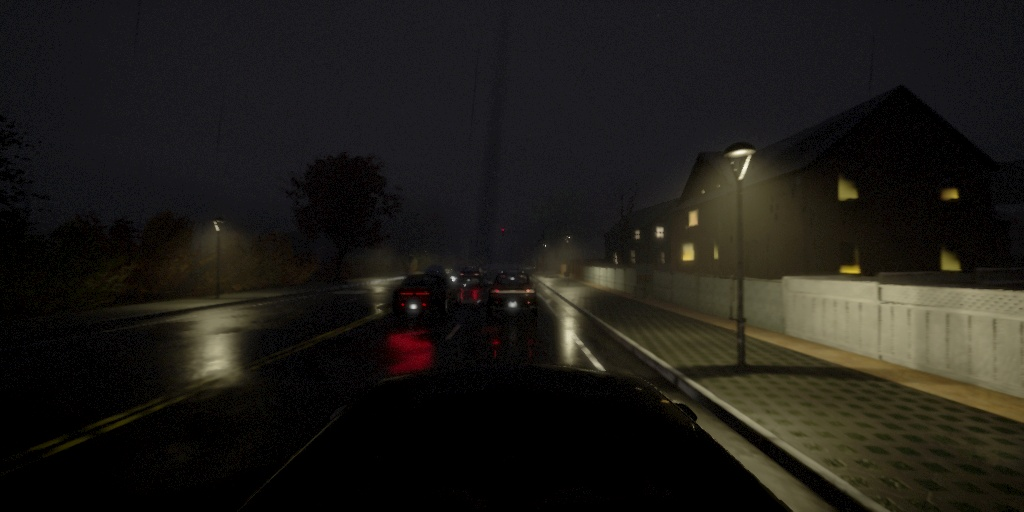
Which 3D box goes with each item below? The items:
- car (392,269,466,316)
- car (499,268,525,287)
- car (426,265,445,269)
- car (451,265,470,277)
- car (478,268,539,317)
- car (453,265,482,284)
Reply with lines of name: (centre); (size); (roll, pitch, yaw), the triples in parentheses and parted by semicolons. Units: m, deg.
car: (-3.207, 1.429, 14.167); (1.837, 1.490, 4.892); (0, 0, 0)
car: (0.044, 1.704, 29.385); (1.994, 1.385, 4.181); (0, -1, 1)
car: (-9.811, 1.853, 45.679); (1.882, 1.535, 5.008); (0, -1, 1)
car: (-6.554, 1.910, 46.267); (1.812, 1.442, 4.674); (0, -1, 0)
car: (0.043, 1.415, 14.134); (2.128, 1.511, 4.902); (0, -1, 0)
car: (-3.209, 1.627, 29.140); (2.128, 1.511, 4.902); (0, -1, 1)
